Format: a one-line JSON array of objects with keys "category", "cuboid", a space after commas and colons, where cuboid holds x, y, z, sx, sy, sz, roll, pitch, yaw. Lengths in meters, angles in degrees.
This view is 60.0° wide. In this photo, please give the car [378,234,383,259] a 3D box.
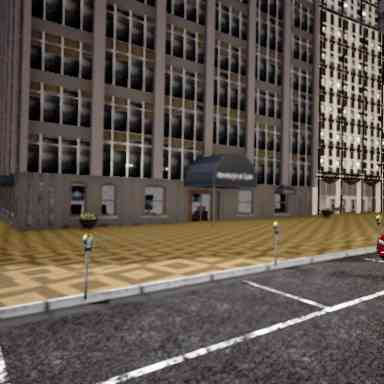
[{"category": "car", "cuboid": [8.220, 1.620, 11.495, 4.507, 1.381, 1.887, 0, 1, -33]}]
